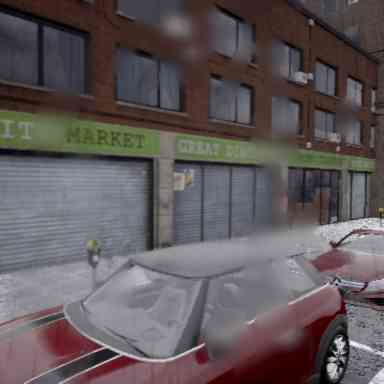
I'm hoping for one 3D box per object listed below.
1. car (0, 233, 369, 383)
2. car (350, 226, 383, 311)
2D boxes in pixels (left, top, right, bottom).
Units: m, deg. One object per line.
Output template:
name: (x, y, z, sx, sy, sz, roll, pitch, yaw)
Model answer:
car: (-0.124, 1.330, 3.293, 4.097, 1.590, 1.967, 0, 2, -42)
car: (3.998, 1.435, 7.064, 4.206, 1.307, 1.802, -1, 2, -42)
